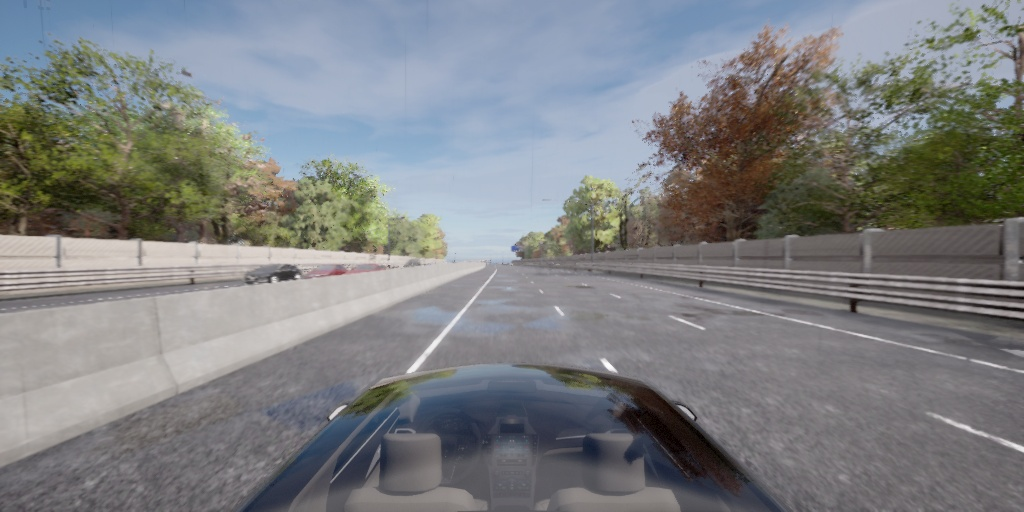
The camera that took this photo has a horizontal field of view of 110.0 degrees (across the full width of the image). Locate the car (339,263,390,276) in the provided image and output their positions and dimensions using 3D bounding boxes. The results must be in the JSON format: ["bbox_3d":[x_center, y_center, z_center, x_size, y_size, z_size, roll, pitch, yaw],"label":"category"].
[{"bbox_3d":[-10.754,1.282,27.029,1.882,1.535,5.008,0,0,-1],"label":"car"}]

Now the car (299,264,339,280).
[{"bbox_3d":[-14.261,1.341,28.116,1.812,1.442,4.674,0,0,-1],"label":"car"}]

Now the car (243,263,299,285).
[{"bbox_3d":[-17.752,1.317,26.901,1.837,1.490,4.892,0,0,-1],"label":"car"}]
